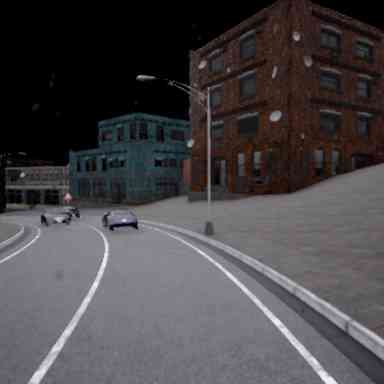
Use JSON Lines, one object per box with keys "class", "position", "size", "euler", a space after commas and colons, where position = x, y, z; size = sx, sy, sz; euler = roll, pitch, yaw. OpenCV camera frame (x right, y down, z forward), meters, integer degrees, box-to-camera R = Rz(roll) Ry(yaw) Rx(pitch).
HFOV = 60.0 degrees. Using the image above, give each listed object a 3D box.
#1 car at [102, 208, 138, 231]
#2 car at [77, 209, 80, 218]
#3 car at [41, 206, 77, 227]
{"class": "car", "position": [-5.129, 1.841, 23.349], "size": [1.994, 1.385, 4.181], "euler": [-1, -1, -22]}
{"class": "car", "position": [-14.718, 2.391, 38.853], "size": [1.837, 1.490, 4.892], "euler": [-2, -1, -40]}
{"class": "car", "position": [-11.462, 2.055, 27.845], "size": [2.128, 1.511, 4.902], "euler": [-2, -1, -30]}
